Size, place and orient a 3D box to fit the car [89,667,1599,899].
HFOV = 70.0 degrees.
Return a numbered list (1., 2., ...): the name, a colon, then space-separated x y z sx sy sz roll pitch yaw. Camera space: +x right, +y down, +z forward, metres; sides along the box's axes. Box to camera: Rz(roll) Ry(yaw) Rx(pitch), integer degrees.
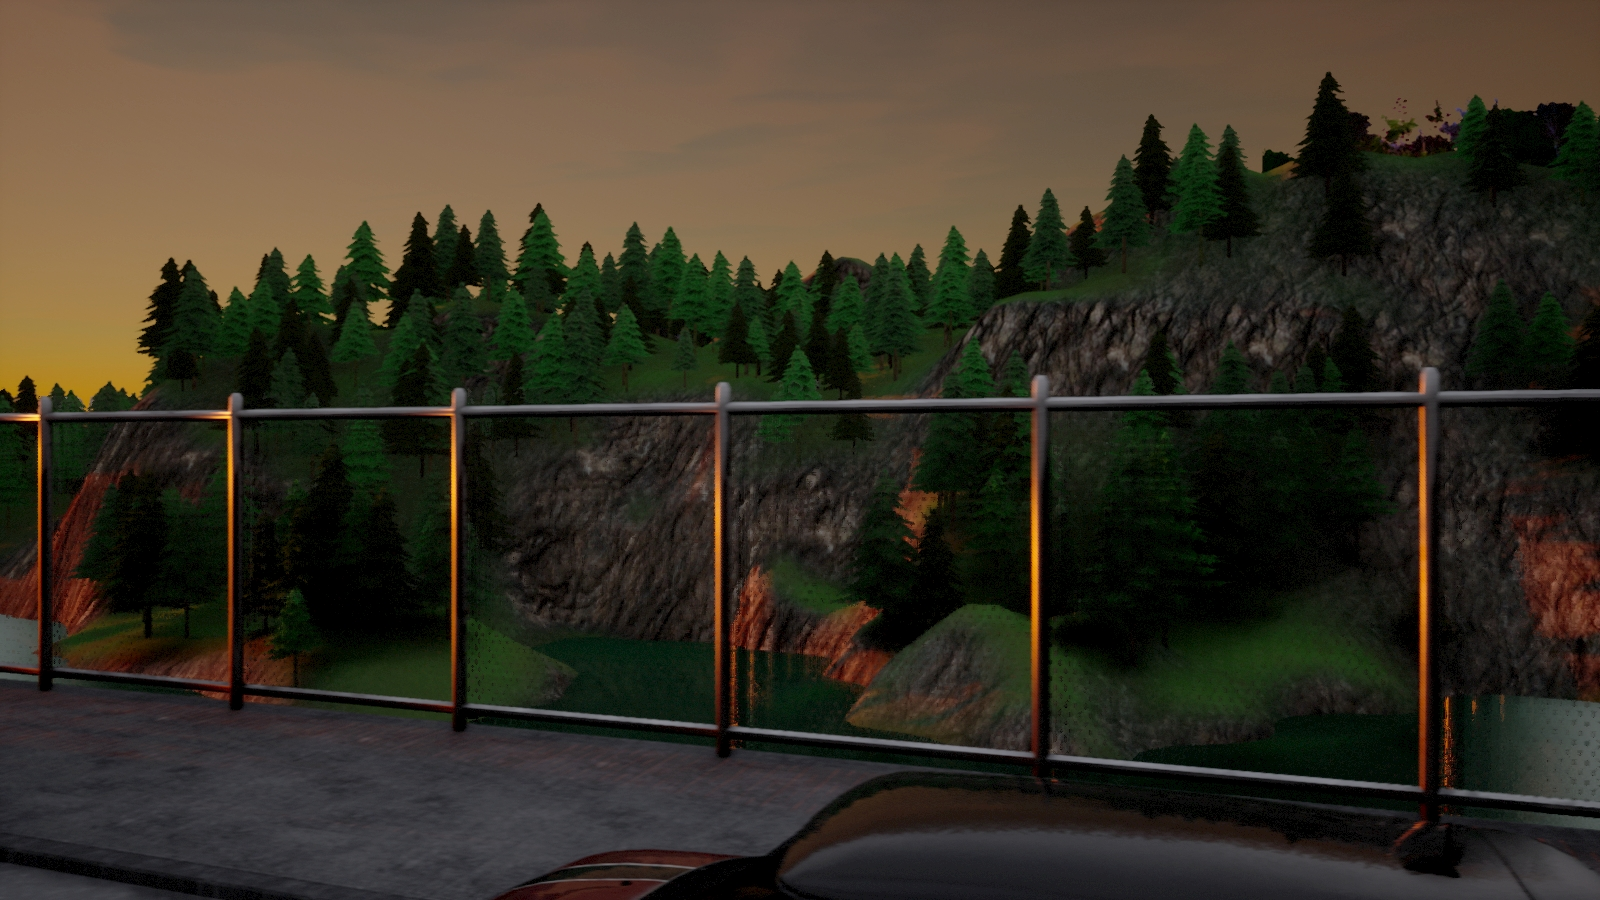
1. car: 0.382 1.906 3.631 4.553 1.767 2.097 0 0 19
